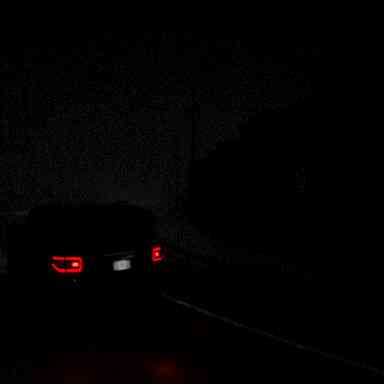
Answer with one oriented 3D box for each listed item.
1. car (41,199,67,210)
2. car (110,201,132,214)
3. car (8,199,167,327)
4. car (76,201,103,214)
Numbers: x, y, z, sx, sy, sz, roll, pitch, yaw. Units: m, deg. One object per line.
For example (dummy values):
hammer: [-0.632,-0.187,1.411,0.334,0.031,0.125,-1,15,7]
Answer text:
car: [-20.225,1.802,48.906,2.128,1.511,4.902,0,-1,-6]
car: [-8.829,1.851,41.708,2.033,1.411,5.357,0,0,-6]
car: [-2.672,1.274,7.538,2.150,2.045,5.566,0,0,-35]
car: [-12.181,1.821,39.987,2.033,1.411,5.357,0,0,-6]
